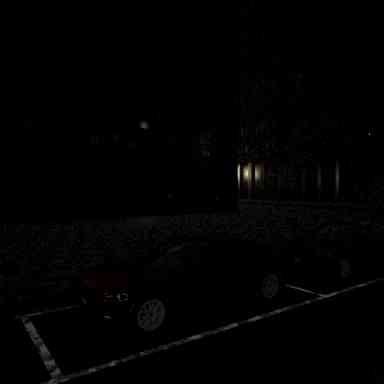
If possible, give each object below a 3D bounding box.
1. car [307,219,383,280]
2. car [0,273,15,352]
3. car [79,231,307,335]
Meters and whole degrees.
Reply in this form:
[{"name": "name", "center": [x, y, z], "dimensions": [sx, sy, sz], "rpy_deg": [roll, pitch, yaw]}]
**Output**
[{"name": "car", "center": [4.566, 1.547, 9.931], "dimensions": [4.507, 1.381, 1.887], "rpy_deg": [0, 0, -36]}, {"name": "car", "center": [-4.425, 1.544, 3.505], "dimensions": [4.507, 1.381, 1.887], "rpy_deg": [0, 0, -36]}, {"name": "car", "center": [0.070, 1.545, 6.718], "dimensions": [4.507, 1.381, 1.887], "rpy_deg": [0, 0, -36]}]
